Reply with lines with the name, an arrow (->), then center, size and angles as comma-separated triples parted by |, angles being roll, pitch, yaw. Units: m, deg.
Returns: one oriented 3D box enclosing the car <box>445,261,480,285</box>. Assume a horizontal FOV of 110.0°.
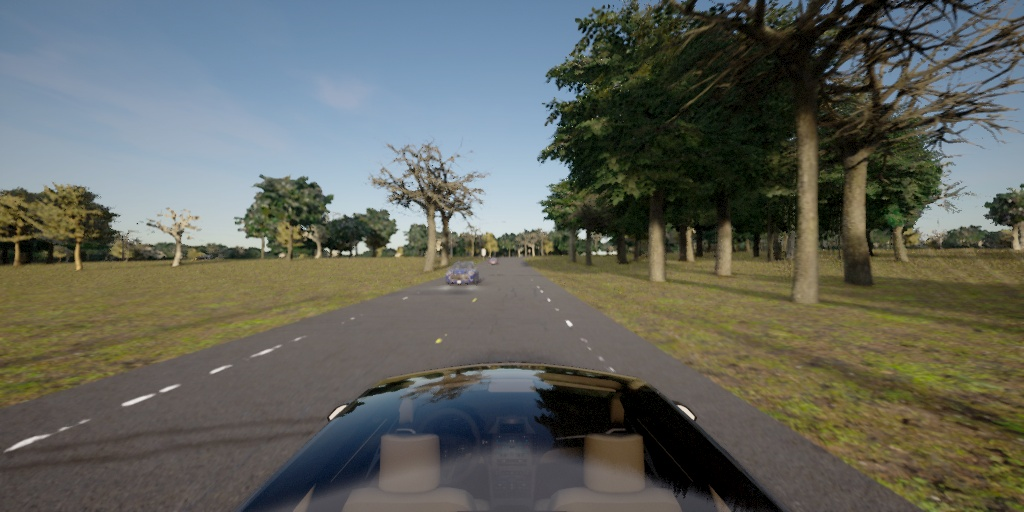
car -> -3.603, 1.185, 26.707 | 2.097, 1.767, 4.553 | 0, 0, 0
